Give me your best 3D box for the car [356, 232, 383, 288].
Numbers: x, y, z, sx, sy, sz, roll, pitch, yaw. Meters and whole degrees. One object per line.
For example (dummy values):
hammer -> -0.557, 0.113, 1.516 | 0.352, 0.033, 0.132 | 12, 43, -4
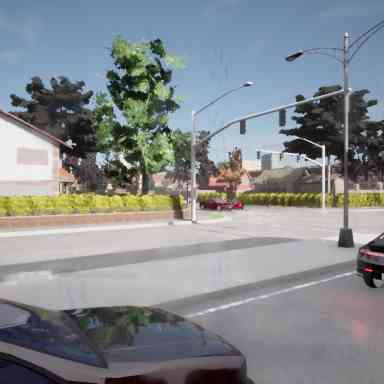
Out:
car -> 5.897, 1.492, 7.997 | 4.902, 1.511, 2.128 | 0, 0, -35

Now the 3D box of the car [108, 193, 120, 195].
car -> -14.769, 1.221, 64.650 | 2.150, 2.045, 5.566 | 0, 0, -35

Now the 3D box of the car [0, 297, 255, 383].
car -> -2.019, 1.547, 2.308 | 5.357, 1.411, 2.033 | 0, 0, -35

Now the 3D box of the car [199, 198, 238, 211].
car -> 2.896, 1.478, 40.265 | 1.882, 1.535, 5.008 | 0, 0, -36

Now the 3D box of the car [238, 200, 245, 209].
car -> 4.936, 1.564, 43.745 | 1.994, 1.385, 4.181 | 0, 0, -36

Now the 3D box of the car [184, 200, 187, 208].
car -> -2.518, 1.352, 47.708 | 2.097, 1.767, 4.553 | 0, 0, -36
